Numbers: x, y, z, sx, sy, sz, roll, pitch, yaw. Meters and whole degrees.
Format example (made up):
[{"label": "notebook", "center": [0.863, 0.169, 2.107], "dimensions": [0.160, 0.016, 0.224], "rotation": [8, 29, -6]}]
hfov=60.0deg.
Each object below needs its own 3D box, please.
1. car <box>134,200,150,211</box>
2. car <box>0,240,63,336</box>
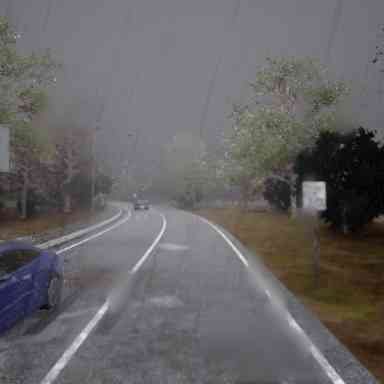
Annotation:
[{"label": "car", "center": [-6.891, 1.811, 45.292], "dimensions": [2.128, 1.511, 4.902], "rotation": [1, -1, -13]}, {"label": "car", "center": [-3.598, 1.566, 5.237], "dimensions": [1.812, 1.442, 4.674], "rotation": [0, 0, 0]}]
